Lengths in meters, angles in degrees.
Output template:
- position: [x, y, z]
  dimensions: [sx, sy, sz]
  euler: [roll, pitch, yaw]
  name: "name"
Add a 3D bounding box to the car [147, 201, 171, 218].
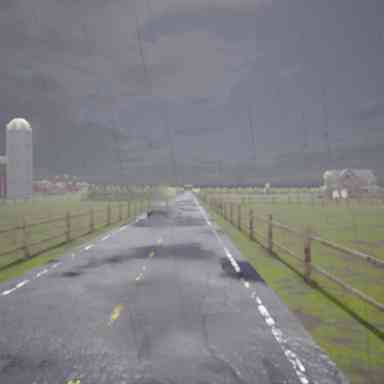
- position: [-2.947, 1.514, 30.532]
  dimensions: [2.033, 1.411, 5.357]
  euler: [0, 0, 0]
  name: "car"
